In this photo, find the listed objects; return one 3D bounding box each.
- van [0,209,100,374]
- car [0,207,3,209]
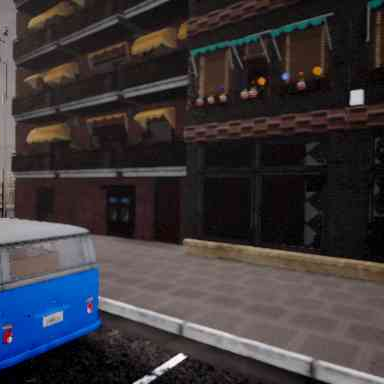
[{"bbox_3d":[-3.210,1.307,5.149,3.998,1.788,1.690,0,1,36],"label":"van"},{"bbox_3d":[-16.459,1.439,25.556,1.994,1.385,4.181,1,1,36],"label":"car"}]
